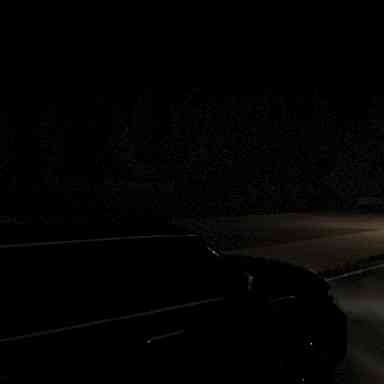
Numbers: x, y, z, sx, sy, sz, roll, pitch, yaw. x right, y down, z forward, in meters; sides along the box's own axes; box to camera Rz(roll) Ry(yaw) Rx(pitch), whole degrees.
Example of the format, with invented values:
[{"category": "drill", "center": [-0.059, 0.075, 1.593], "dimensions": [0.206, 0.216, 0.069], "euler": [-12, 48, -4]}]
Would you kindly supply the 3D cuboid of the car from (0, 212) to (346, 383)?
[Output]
[{"category": "car", "center": [-0.870, 1.219, 3.125], "dimensions": [5.566, 2.045, 2.150], "euler": [0, 0, -36]}]
